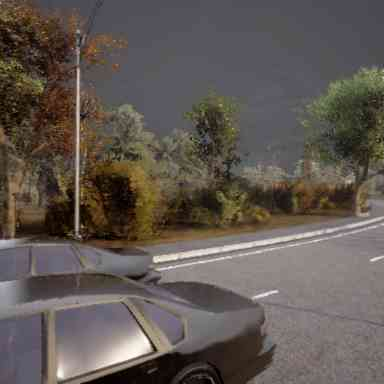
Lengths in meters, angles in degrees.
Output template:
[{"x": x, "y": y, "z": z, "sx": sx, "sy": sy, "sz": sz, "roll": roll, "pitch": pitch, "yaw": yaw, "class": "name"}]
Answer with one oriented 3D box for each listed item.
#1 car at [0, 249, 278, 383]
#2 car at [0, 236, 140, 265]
[{"x": -1.577, "y": 1.561, "z": 2.947, "sx": 5.357, "sy": 1.411, "sz": 2.033, "roll": 0, "pitch": 0, "yaw": -36, "class": "car"}, {"x": -3.210, "y": 1.574, "z": 6.081, "sx": 5.357, "sy": 1.411, "sz": 2.033, "roll": 0, "pitch": 0, "yaw": -36, "class": "car"}]
